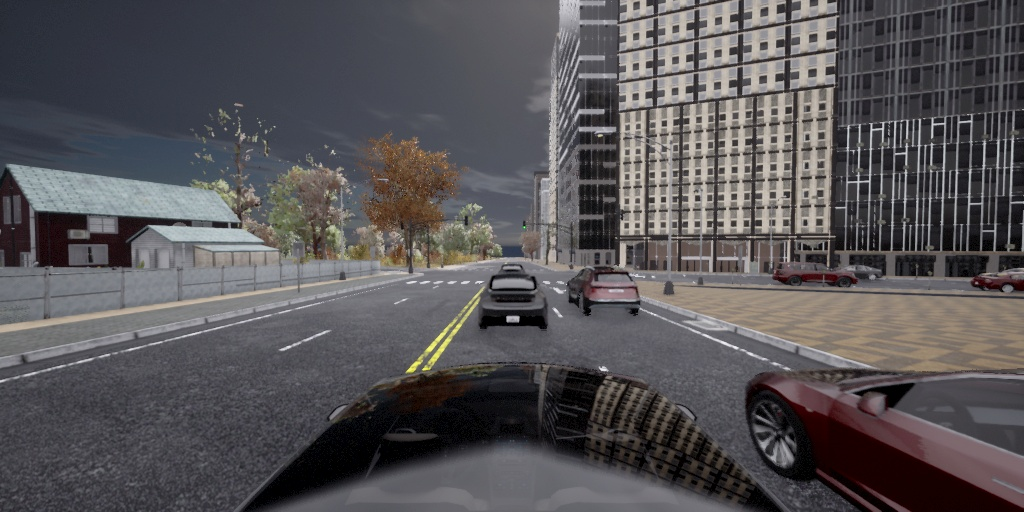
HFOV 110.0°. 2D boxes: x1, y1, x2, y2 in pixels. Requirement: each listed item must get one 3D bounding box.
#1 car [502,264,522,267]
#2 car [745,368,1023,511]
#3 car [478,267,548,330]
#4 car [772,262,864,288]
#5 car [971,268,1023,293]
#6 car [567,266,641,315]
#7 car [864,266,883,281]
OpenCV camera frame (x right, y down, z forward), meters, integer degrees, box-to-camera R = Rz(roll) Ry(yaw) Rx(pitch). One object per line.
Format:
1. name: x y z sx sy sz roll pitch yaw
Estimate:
1. car: 0.005 1.265 23.917 1.837 1.490 4.892 0 0 0
2. car: 3.350 1.254 1.698 2.163 1.488 4.792 0 0 0
3. car: 0.037 1.259 11.077 1.837 1.490 4.892 0 0 0
4. car: 22.965 1.409 27.453 5.009 1.841 2.192 0 0 20
5. car: 33.619 1.728 23.575 4.507 1.381 1.888 0 0 20
6. car: 3.327 1.184 13.688 2.033 1.649 4.856 0 0 0
7. car: 30.988 1.487 32.917 4.403 1.370 2.007 0 0 20
